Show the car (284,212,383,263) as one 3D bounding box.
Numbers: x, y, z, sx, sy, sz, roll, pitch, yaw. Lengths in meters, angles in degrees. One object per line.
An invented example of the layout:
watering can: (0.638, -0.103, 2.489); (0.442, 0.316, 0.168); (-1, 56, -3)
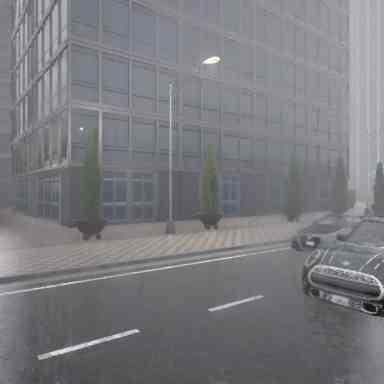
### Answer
car: (5.639, 1.564, 12.557); (4.181, 1.385, 1.994); (0, 0, -37)

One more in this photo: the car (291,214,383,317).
car: (4.461, 1.351, 7.323); (4.553, 1.767, 2.097); (0, 0, -37)
